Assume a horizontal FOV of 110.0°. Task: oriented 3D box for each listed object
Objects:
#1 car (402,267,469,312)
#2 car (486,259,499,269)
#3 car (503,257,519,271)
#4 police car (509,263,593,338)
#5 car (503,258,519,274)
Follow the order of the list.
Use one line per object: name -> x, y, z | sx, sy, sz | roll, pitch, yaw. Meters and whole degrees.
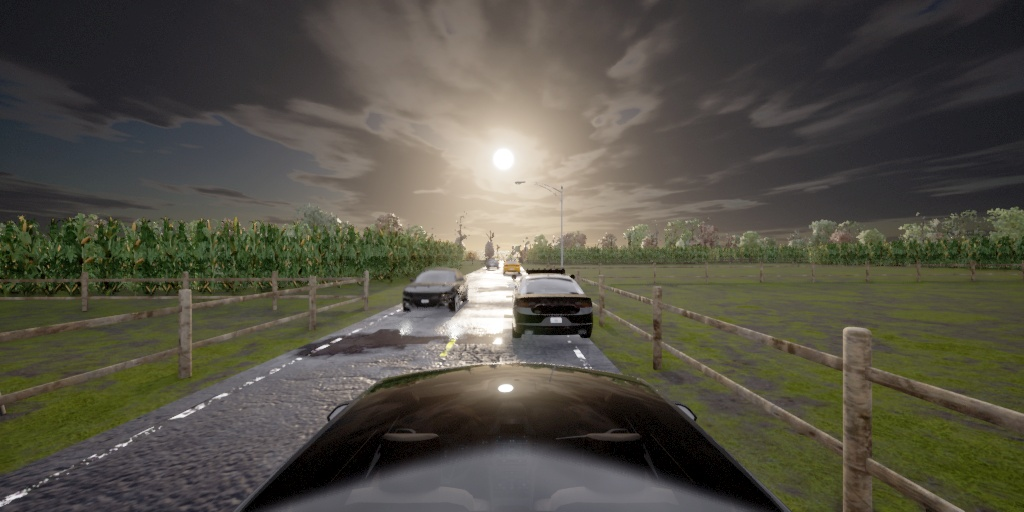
car -> -2.881, 1.226, 14.352 | 1.882, 1.535, 5.008 | 0, 0, 0
car -> -2.891, 1.205, 54.544 | 2.128, 1.511, 4.902 | 0, 0, 0
car -> -0.105, 1.072, 50.583 | 2.097, 1.767, 4.553 | 0, 0, 0
police car -> 0.943, 1.175, 10.292 | 1.930, 1.638, 5.238 | 0, 0, 0
car -> -0.020, 1.211, 40.487 | 1.882, 1.535, 5.008 | 0, 0, 0
